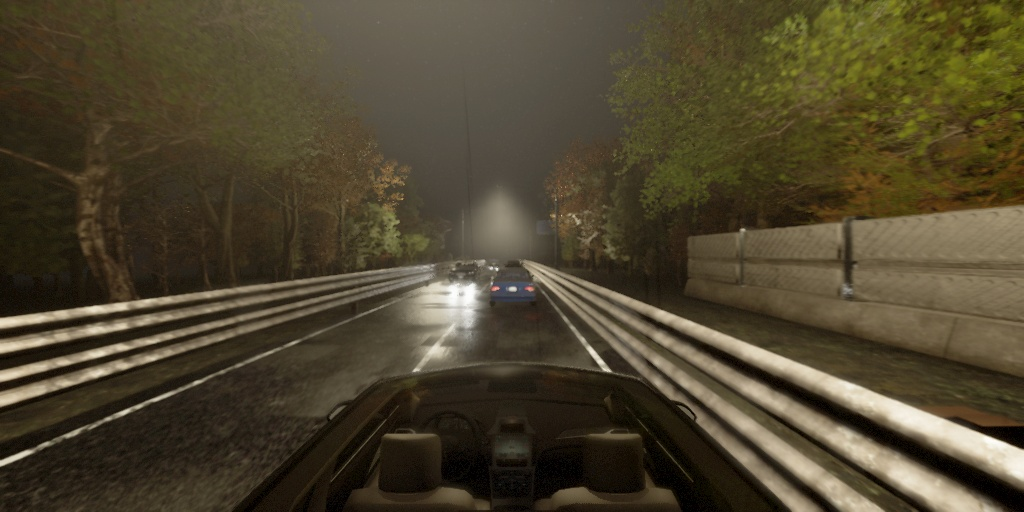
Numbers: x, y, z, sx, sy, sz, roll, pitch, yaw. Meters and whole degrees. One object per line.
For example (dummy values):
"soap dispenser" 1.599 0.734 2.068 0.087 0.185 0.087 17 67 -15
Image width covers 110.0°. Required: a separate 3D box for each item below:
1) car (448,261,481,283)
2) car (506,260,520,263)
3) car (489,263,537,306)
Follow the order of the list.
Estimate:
"car" -3.335 1.106 25.847 2.128 1.511 4.902 0 0 0
"car" 0.101 1.135 36.679 1.837 1.490 4.892 0 0 0
"car" 0.047 1.194 15.123 2.033 1.411 5.357 0 0 1
